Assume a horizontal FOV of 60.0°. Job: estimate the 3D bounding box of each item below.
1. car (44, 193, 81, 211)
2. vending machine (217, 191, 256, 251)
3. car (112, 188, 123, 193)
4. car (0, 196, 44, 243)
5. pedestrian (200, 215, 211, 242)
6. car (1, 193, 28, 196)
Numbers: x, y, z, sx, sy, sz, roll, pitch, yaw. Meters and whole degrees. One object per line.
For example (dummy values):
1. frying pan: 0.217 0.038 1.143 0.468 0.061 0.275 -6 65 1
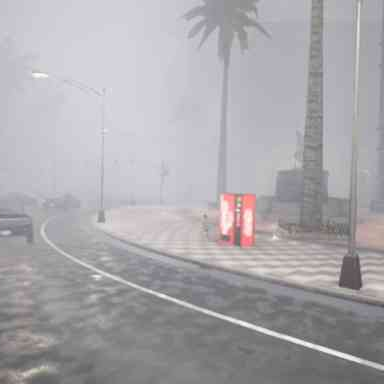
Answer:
1. car: -10.938 0.811 28.147 1.812 1.442 4.674 1 1 0
2. vending machine: 1.679 1.045 12.506 1.100 2.100 0.880 1 1 -42
3. car: -20.049 -0.404 89.970 2.161 1.482 4.786 2 1 4
4. car: -7.473 1.096 13.326 2.128 1.511 4.902 1 1 -30
5. pedestrian: 0.517 1.341 12.573 0.500 1.100 0.500 1 1 -41
6. car: -15.091 0.737 28.527 1.994 1.385 4.181 2 1 4
